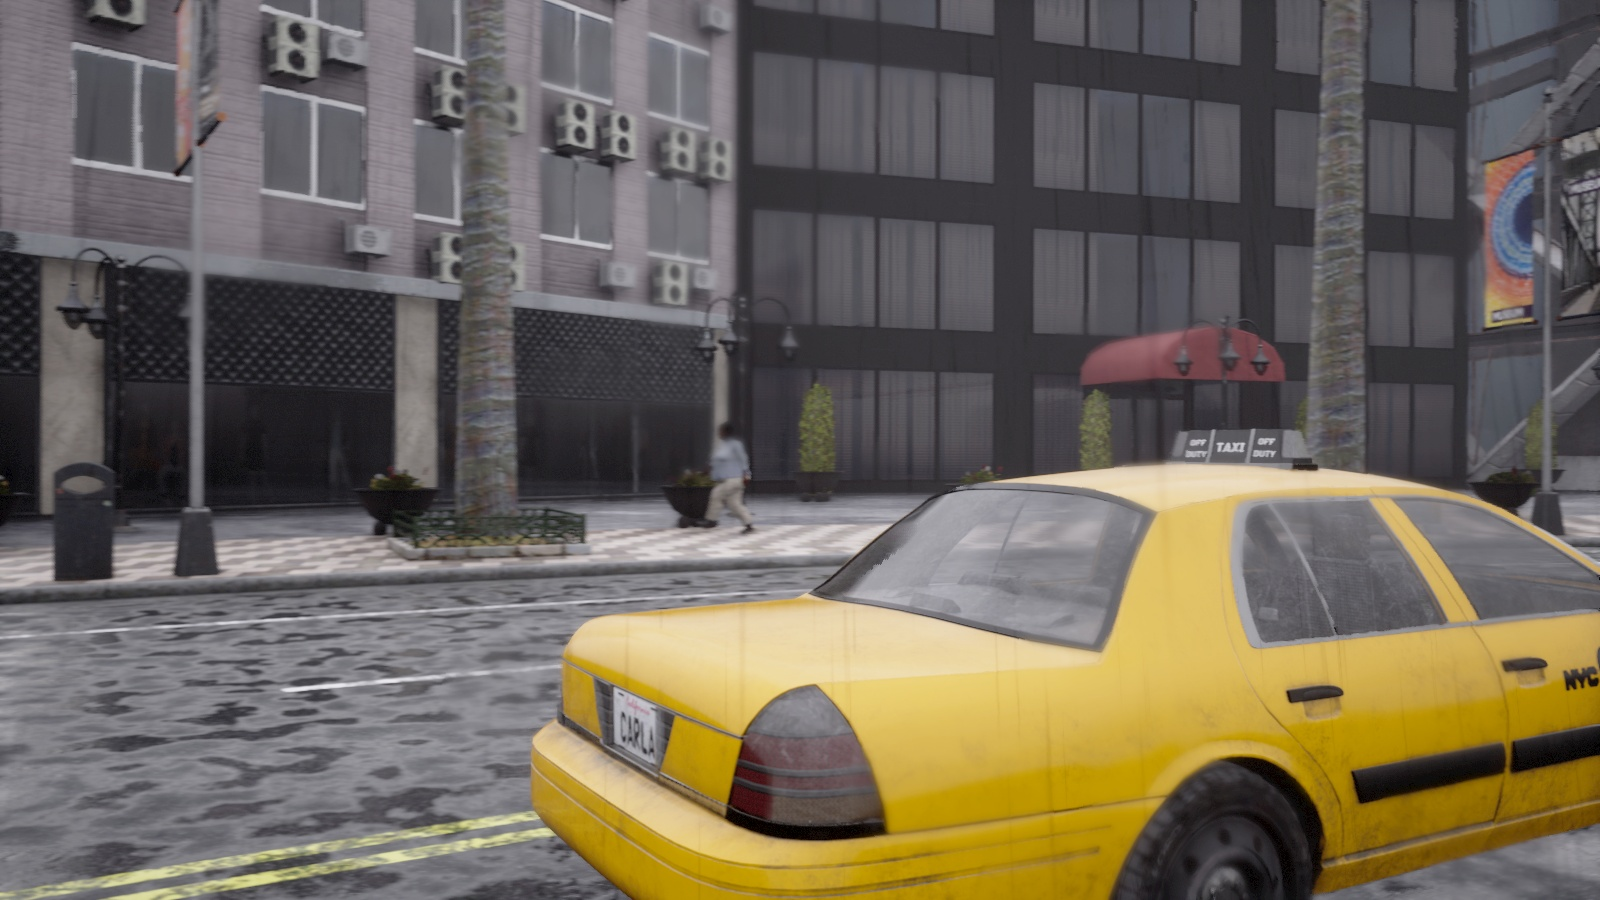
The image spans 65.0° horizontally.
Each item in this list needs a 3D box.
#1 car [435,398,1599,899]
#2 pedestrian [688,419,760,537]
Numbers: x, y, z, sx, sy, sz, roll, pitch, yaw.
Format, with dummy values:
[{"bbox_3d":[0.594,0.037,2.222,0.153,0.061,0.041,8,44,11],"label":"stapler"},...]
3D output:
[{"bbox_3d":[1.635,0.688,4.474,5.366,1.575,1.801,0,0,-29],"label":"car"},{"bbox_3d":[-1.234,0.437,20.263,0.900,1.855,0.874,0,0,-24],"label":"pedestrian"}]
